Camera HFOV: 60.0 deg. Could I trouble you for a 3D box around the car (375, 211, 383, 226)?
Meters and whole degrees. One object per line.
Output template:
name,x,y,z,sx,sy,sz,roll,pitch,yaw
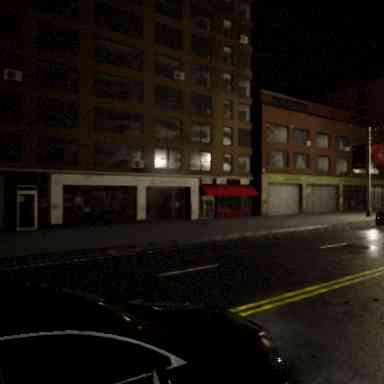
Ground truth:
car,13.678,1.444,21.304,5.008,1.535,1.882,0,0,-35

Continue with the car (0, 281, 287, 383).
car,-1.336,1.505,2.488,4.892,1.490,1.837,0,0,-35
